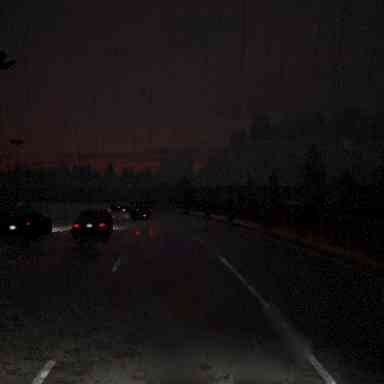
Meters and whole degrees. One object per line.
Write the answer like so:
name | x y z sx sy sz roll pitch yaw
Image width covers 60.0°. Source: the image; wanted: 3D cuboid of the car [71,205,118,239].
car | -5.314 1.656 18.144 2.033 1.411 5.357 0 0 -11

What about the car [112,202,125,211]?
car | -8.878 1.851 41.206 1.895 1.301 4.718 0 0 -23

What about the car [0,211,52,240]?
car | -8.898 1.680 17.825 1.994 1.385 4.181 0 0 -11

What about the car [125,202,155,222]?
car | -4.331 1.656 28.569 2.128 1.511 4.902 0 0 -15
